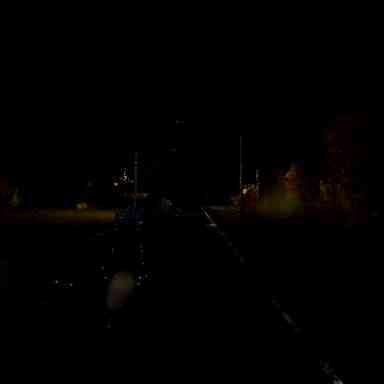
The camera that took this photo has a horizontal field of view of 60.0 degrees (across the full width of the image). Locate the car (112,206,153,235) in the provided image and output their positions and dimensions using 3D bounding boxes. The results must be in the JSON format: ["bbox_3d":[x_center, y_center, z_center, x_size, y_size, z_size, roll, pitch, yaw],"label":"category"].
[{"bbox_3d":[-3.594,1.681,20.638,1.882,1.535,5.008,0,-1,0],"label":"car"}]

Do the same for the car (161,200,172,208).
[{"bbox_3d":[-4.812,2.206,62.469,1.994,1.385,4.181,0,-1,-6],"label":"car"}]
